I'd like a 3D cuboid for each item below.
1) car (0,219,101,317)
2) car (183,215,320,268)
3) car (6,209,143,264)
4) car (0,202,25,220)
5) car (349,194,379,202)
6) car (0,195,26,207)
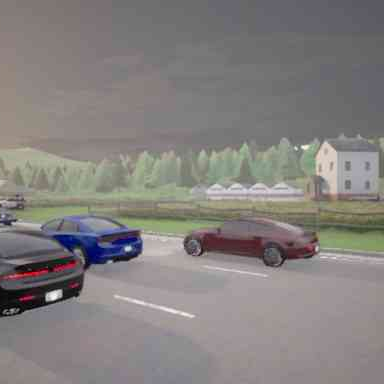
[{"bbox_3d":[-4.321,1.516,7.057,4.892,1.490,1.837,0,0,35],"label":"car"},{"bbox_3d":[1.849,1.521,11.263,4.674,1.442,1.812,0,0,35],"label":"car"},{"bbox_3d":[-3.861,1.488,11.022,5.008,1.535,1.882,0,0,35],"label":"car"},{"bbox_3d":[-13.849,1.583,22.396,5.357,1.411,2.033,0,0,35],"label":"car"},{"bbox_3d":[29.775,1.141,57.698,4.605,1.855,1.932,0,0,35],"label":"car"},{"bbox_3d":[-21.292,1.269,38.490,1.905,1.878,3.866,0,0,35],"label":"car"}]
